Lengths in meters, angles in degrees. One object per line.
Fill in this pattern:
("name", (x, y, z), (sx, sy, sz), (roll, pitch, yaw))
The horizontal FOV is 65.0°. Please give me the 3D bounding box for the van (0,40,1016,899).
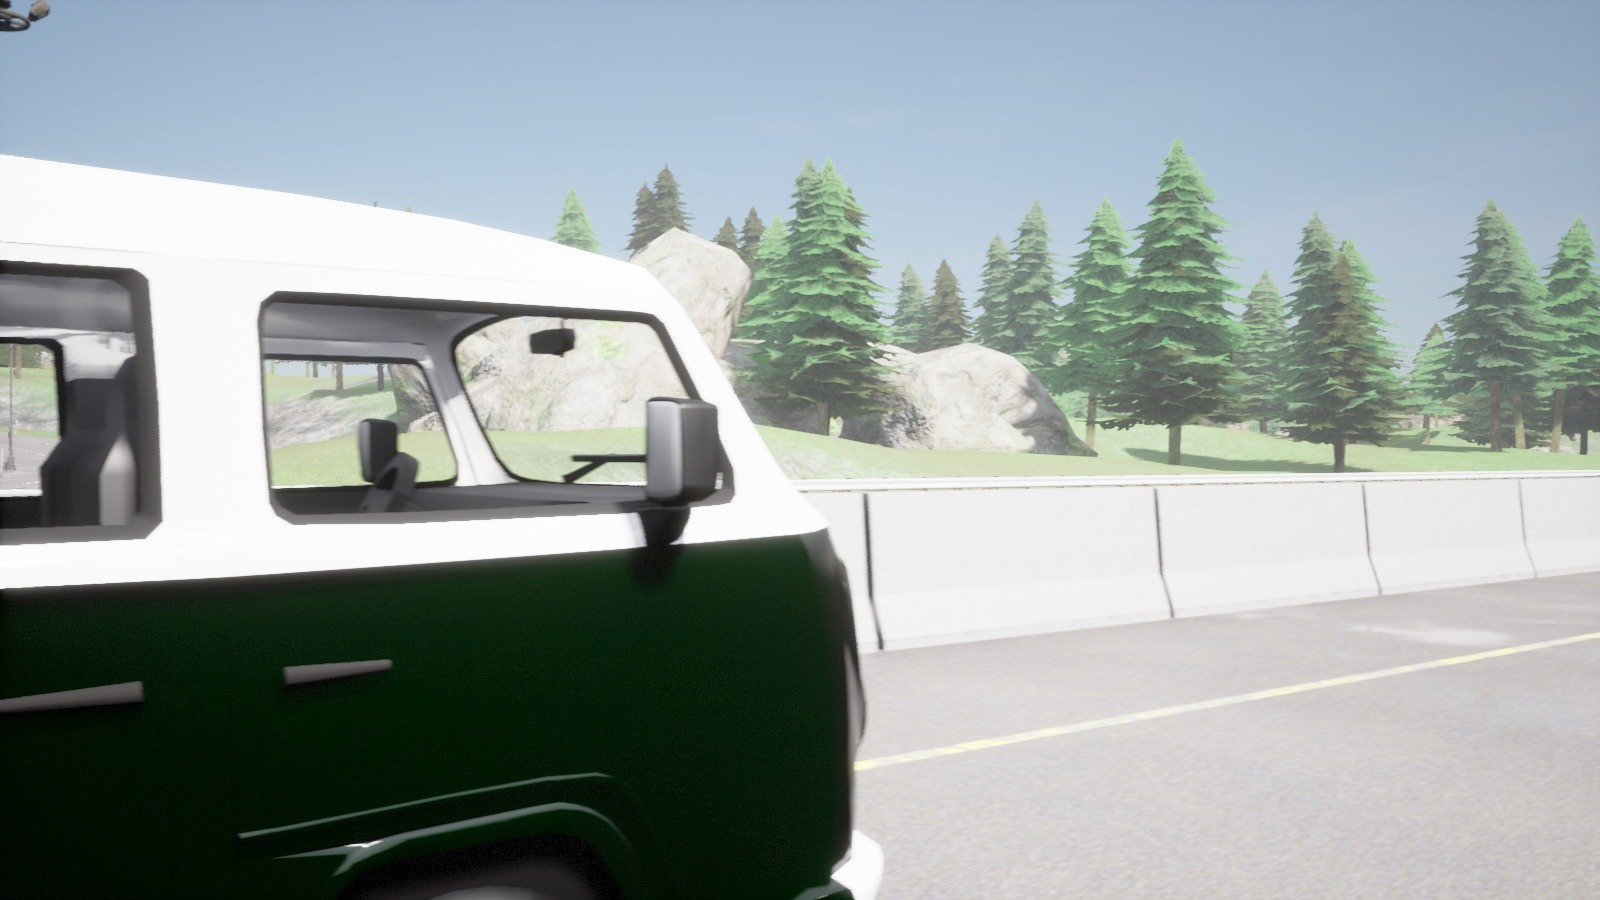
("van", (-1.969, 0.484, 2.289), (4.480, 2.038, 2.069), (-1, 0, -35))
